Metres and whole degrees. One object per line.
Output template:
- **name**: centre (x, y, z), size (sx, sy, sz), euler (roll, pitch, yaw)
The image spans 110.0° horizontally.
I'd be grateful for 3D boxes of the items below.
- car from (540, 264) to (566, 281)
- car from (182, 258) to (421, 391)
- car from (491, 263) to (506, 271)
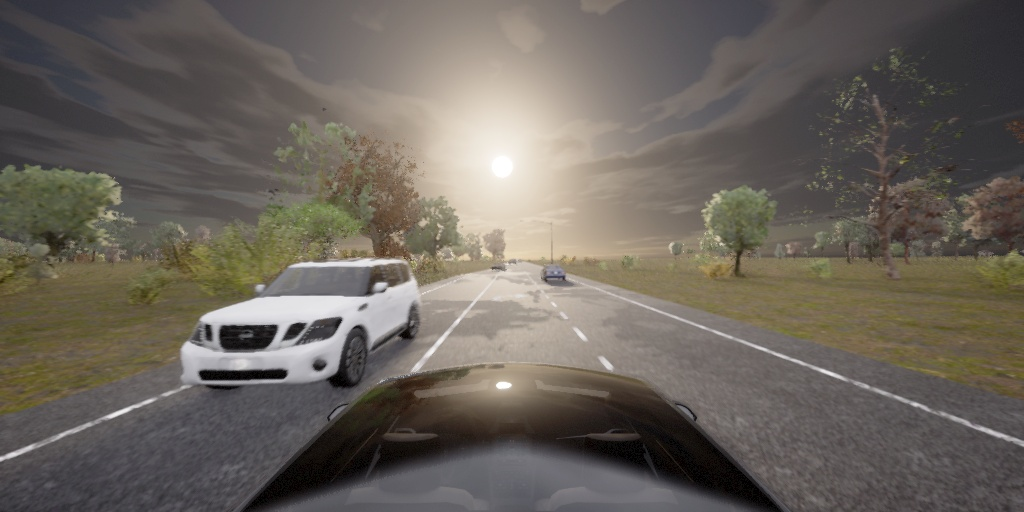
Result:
- **car**: centre (3.557, 1.433, 31.501), size (2.033, 1.411, 5.357), euler (-1, 0, 0)
- **car**: centre (-3.505, 1.066, 7.401), size (2.150, 2.045, 5.566), euler (-1, 0, 0)
- **car**: centre (-2.141, 1.738, 56.848), size (1.895, 1.301, 4.718), euler (-1, 0, 7)
